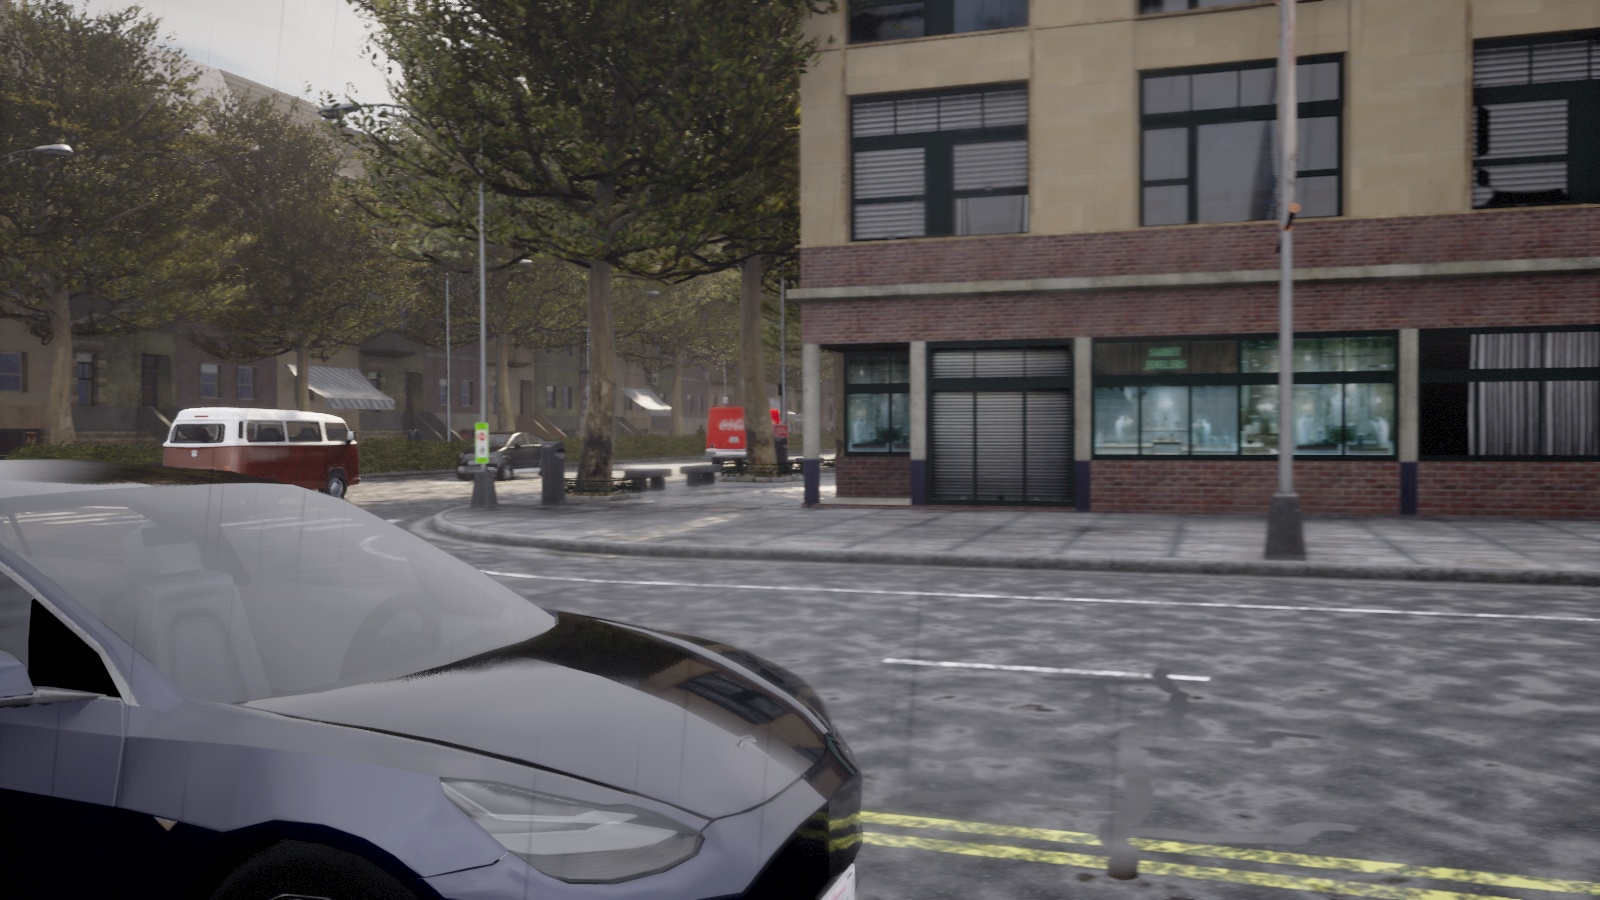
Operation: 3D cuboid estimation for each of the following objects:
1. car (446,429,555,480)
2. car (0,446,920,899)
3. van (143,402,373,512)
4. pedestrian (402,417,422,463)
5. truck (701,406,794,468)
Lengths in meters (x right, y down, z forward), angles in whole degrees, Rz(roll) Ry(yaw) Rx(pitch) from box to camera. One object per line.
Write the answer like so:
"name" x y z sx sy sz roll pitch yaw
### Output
"car" -9.710 0.114 40.951 1.789 1.549 3.705 1 1 18
"car" -2.217 0.755 3.939 4.792 1.488 2.163 1 1 19
"van" -10.951 0.097 25.773 2.069 2.038 4.480 0 1 13
"pedestrian" -16.274 -0.421 52.731 0.423 1.949 0.788 1 1 19
"truck" -2.137 -0.531 53.197 2.627 2.467 5.204 0 0 14
